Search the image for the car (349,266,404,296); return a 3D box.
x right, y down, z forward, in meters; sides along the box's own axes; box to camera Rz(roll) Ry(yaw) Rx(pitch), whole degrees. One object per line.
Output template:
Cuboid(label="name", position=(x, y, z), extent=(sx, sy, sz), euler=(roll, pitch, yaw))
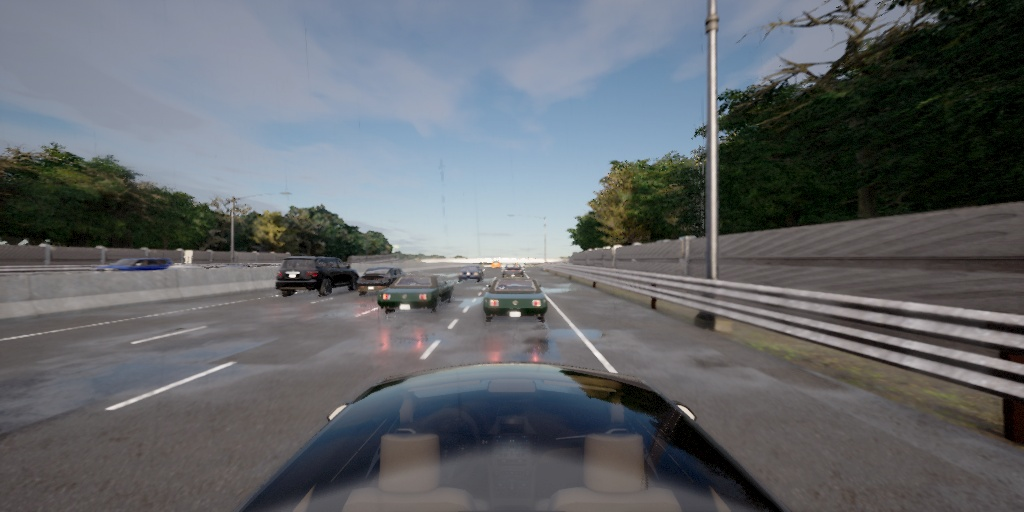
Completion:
Cuboid(label="car", position=(-6.900, 1.341, 19.944), extent=(1.837, 1.490, 4.892), euler=(0, 0, 0))

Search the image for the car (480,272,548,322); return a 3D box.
Cuboid(label="car", position=(0.100, 1.385, 12.418), extent=(1.895, 1.301, 4.718), euler=(0, 0, 0))

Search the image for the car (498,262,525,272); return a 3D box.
Cuboid(label="car", position=(0.100, 1.457, 32.361), extent=(2.128, 1.511, 4.902), euler=(0, -1, 0))

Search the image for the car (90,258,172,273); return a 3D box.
Cuboid(label="car", position=(-31.595, 1.165, 30.151), extent=(2.150, 2.045, 5.566), euler=(0, -1, 0))

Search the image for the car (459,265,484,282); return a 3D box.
Cuboid(label="car", position=(-3.500, 1.500, 31.213), extent=(2.033, 1.411, 5.357), euler=(0, -1, 0))

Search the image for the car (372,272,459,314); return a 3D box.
Cuboid(label="car", position=(-3.500, 1.392, 13.995), extent=(1.895, 1.301, 4.718), euler=(0, 0, 0))

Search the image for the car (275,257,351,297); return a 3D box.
Cuboid(label="car", position=(-10.400, 1.056, 19.673), extent=(2.150, 2.045, 5.566), euler=(0, 0, 0))

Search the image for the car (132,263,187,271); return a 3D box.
Cuboid(label="car", position=(-24.598, 1.427, 26.544), extent=(1.812, 1.442, 4.674), euler=(0, -1, 0))

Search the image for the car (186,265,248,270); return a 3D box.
Cuboid(label="car", position=(-21.098, 1.429, 26.766), extent=(1.812, 1.442, 4.674), euler=(0, -1, 0))
